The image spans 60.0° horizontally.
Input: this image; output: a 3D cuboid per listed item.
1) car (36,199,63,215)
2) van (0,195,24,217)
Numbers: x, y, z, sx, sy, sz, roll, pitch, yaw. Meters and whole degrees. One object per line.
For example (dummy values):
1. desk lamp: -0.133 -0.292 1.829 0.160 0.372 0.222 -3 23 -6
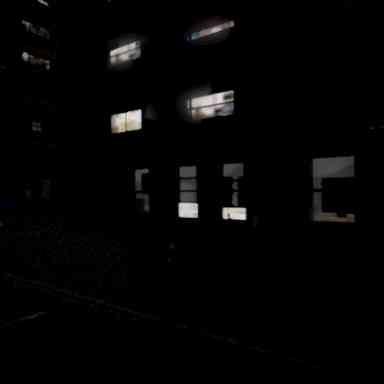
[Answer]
1. car: -12.548 1.368 31.518 1.802 1.307 4.206 0 0 35
2. van: -15.800 1.162 26.908 1.690 1.788 3.998 0 0 35
